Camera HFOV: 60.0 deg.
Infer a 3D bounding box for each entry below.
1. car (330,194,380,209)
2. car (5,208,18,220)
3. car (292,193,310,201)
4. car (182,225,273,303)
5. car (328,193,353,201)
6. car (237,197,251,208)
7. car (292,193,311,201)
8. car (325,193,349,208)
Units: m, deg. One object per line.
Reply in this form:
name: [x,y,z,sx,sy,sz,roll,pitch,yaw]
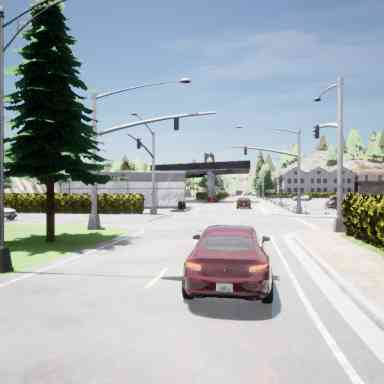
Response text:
car: [19.053,1.340,38.853,4.514,1.523,2.007,0,0,9]
car: [-16.170,1.526,26.160,4.674,1.442,1.812,0,0,9]
car: [24.846,1.361,75.796,3.806,1.475,1.970,0,0,9]
car: [0.932,1.526,8.159,1.812,1.442,4.674,0,0,9]
car: [33.225,1.097,74.496,4.605,1.855,1.932,0,0,9]
car: [7.358,1.477,47.136,1.882,1.535,5.008,0,0,9]
car: [25.974,1.077,78.983,3.866,1.878,1.905,0,0,9]
car: [19.495,1.331,41.959,5.027,1.636,2.152,0,0,9]
